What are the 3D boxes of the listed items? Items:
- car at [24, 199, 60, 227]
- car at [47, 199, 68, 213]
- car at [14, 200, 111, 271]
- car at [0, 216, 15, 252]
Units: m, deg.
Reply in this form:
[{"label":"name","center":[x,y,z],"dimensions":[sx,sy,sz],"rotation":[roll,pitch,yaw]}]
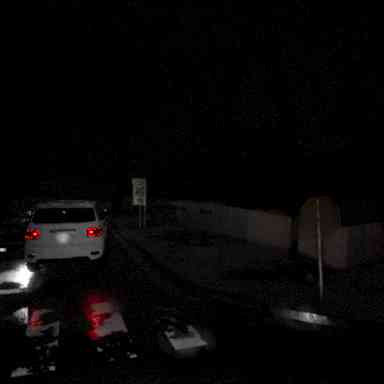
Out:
[{"label":"car","center":[-11.164,1.484,25.063],"dimensions":[2.097,1.767,4.553],"rotation":[0,0,-19]},{"label":"car","center":[-16.984,1.727,42.229],"dimensions":[2.128,1.511,4.902],"rotation":[0,0,-18]},{"label":"car","center":[-4.014,1.275,11.389],"dimensions":[2.150,2.045,5.566],"rotation":[-1,0,-13]},{"label":"car","center":[-7.189,1.674,13.466],"dimensions":[1.895,1.301,4.718],"rotation":[0,0,-19]}]
